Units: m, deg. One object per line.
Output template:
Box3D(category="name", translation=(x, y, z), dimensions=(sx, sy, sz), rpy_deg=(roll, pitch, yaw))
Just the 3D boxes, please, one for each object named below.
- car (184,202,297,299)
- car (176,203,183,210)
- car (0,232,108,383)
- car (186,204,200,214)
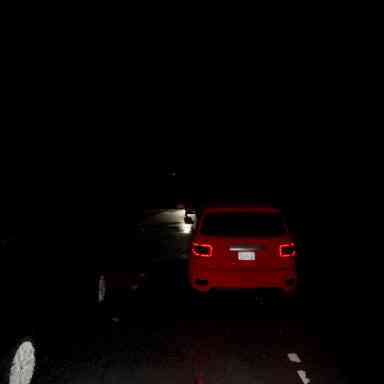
Box3D(category="car", translation=(0.981, 1.252, 8.618), dimensions=(2.150, 2.045, 5.566), rpy_deg=(0, 0, 0))
Box3D(category="car", translation=(-2.581, 3.333, 77.023), dimensions=(1.882, 1.535, 5.008), rpy_deg=(0, -3, 0))
Box3D(category="car", translation=(-2.739, 1.488, 5.191), dimensions=(1.882, 1.535, 5.008), rpy_deg=(0, 0, 0))
Box3D(category="car", translation=(0.106, 2.402, 48.472), dimensions=(1.895, 1.301, 4.718), rpy_deg=(0, -2, 0))
